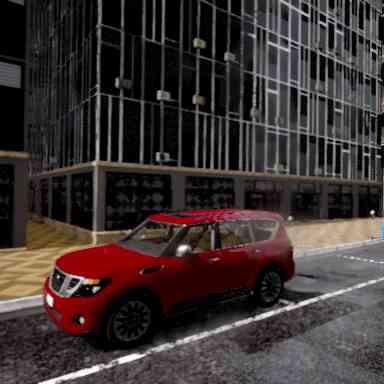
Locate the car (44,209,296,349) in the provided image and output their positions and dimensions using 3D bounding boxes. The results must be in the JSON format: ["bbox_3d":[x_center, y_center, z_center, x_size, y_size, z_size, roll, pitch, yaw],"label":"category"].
[{"bbox_3d":[-0.086,1.314,6.476,5.009,1.841,2.192,0,1,-35],"label":"car"}]

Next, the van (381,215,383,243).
[{"bbox_3d":[8.988,1.336,12.958,3.998,1.788,1.690,0,1,-35],"label":"van"}]
